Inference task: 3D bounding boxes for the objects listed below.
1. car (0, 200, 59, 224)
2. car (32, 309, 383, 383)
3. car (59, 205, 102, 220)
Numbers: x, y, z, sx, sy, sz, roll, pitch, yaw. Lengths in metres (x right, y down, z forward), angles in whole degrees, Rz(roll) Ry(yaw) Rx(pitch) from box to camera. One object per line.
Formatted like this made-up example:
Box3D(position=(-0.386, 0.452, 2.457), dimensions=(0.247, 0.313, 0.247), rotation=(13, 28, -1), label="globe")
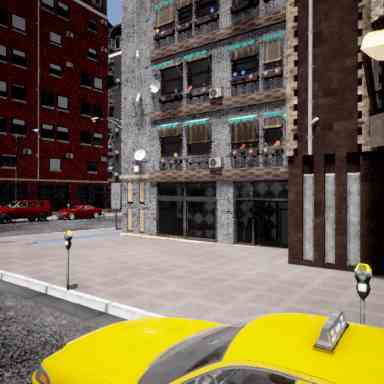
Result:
Box3D(position=(-14.179, 1.591, 27.655), dimensions=(2.192, 1.841, 5.009), rotation=(-1, -2, 35), label="car")
Box3D(position=(0.718, 1.525, 2.362), dimensions=(4.829, 1.417, 1.752), rotation=(0, 0, 36), label="car")
Box3D(position=(-10.884, 1.923, 32.295), dimensions=(1.887, 1.381, 4.507), rotation=(-1, -2, 35), label="car")
